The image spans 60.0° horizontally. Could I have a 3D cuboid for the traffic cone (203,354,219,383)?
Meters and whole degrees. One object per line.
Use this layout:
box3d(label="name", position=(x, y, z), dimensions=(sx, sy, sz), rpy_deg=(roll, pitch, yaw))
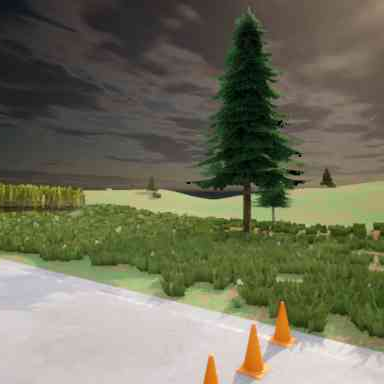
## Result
box3d(label="traffic cone", position=(0.195, 1.955, 3.394), dimensions=(0.340, 0.580, 0.340), rpy_deg=(0, 0, 36))

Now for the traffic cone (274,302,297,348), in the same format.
box3d(label="traffic cone", position=(1.364, 1.955, 5.017), dimensions=(0.340, 0.580, 0.340), rpy_deg=(0, 0, 36))

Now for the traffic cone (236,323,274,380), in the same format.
box3d(label="traffic cone", position=(0.780, 1.955, 4.205), dimensions=(0.340, 0.580, 0.340), rpy_deg=(0, 0, 36))
